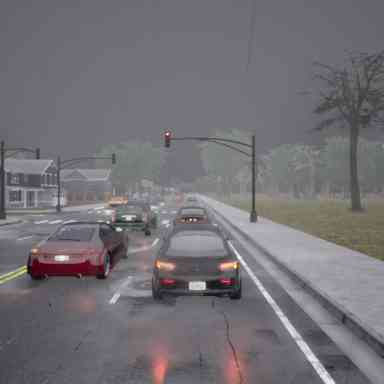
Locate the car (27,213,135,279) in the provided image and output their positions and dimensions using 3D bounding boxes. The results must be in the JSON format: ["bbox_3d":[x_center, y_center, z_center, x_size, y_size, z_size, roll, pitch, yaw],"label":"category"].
[{"bbox_3d":[-3.149,1.564,10.016,1.994,1.385,4.181,0,0,0],"label":"car"}]

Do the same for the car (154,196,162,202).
[{"bbox_3d":[-6.601,1.472,54.789,2.128,1.511,4.902,0,0,0],"label":"car"}]

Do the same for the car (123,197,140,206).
[{"bbox_3d":[-9.844,1.544,54.394,1.994,1.385,4.181,0,0,0],"label":"car"}]

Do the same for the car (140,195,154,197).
[{"bbox_3d":[-6.604,1.494,44.413,1.837,1.490,4.892,0,0,0],"label":"car"}]

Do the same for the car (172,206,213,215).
[{"bbox_3d":[0.031,1.504,17.424,1.837,1.490,4.892,0,0,1],"label":"car"}]

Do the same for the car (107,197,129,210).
[{"bbox_3d":[-9.860,1.467,44.455,1.882,1.535,5.008,0,0,-1],"label":"car"}]

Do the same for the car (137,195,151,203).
[{"bbox_3d":[-9.774,1.459,67.555,2.128,1.511,4.902,0,0,0],"label":"car"}]

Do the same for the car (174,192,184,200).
[{"bbox_3d":[-3.268,1.029,85.070,2.150,2.045,5.566,0,0,0],"label":"car"}]

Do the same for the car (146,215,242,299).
[{"bbox_3d":[0.099,1.525,8.295,1.812,1.442,4.674,0,0,0],"label":"car"}]

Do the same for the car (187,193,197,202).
[{"bbox_3d":[-0.016,1.508,75.036,1.994,1.385,4.181,0,0,0],"label":"car"}]

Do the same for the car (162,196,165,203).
[{"bbox_3d":[-6.526,1.533,67.539,1.994,1.385,4.181,0,0,1],"label":"car"}]

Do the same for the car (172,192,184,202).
[{"bbox_3d":[-3.266,1.311,75.006,2.097,1.767,4.553,0,0,0],"label":"car"}]

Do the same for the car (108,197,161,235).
[{"bbox_3d":[-3.164,1.351,18.656,2.097,1.767,4.553,0,0,0],"label":"car"}]
